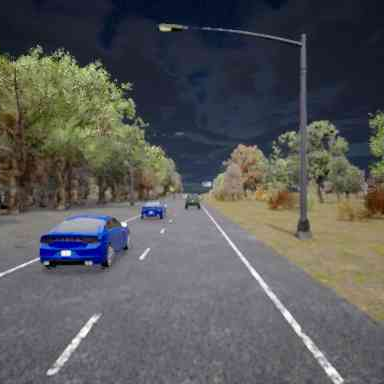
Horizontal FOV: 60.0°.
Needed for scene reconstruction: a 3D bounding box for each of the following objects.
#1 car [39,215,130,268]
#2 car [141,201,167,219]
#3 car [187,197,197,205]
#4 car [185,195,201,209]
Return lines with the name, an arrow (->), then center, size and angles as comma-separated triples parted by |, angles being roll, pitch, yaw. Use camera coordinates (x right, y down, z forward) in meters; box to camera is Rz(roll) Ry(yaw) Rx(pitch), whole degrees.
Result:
car -> -3.400, 1.514, 11.457 | 1.882, 1.535, 5.008 | 0, 0, 0
car -> -3.390, 1.573, 30.079 | 1.882, 1.535, 5.008 | 0, 0, 0
car -> 0.013, 1.689, 65.142 | 1.882, 1.535, 5.008 | 0, 0, 0
car -> 0.108, 1.378, 48.381 | 2.150, 2.045, 5.566 | 0, 0, 0
